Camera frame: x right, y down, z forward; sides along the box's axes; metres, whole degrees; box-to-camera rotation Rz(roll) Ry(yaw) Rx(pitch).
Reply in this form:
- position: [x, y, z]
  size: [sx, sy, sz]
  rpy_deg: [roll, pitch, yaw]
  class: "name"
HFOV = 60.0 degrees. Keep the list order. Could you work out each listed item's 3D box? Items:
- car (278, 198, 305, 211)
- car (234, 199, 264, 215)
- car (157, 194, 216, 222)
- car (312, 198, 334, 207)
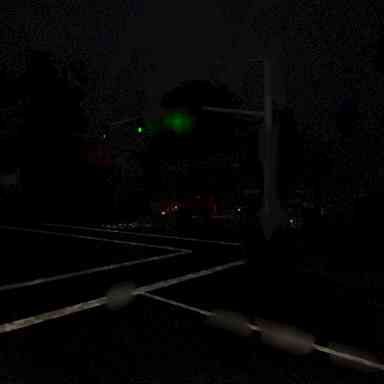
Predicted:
- position: [12.658, 1.526, 41.943]
  size: [1.812, 1.442, 4.674]
  rpy_deg: [0, 0, 41]
  class: "car"
- position: [6.239, 1.492, 34.559]
  size: [2.128, 1.511, 4.902]
  rpy_deg: [0, 0, 41]
  class: "car"
- position: [-0.332, 1.221, 27.013]
  size: [2.150, 2.045, 5.566]
  rpy_deg: [0, 0, 41]
  class: "car"
- position: [19.647, 1.601, 49.945]
  size: [1.895, 1.301, 4.718]
  rpy_deg: [0, 0, 41]
  class: "car"
